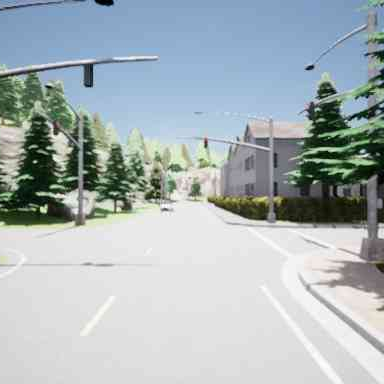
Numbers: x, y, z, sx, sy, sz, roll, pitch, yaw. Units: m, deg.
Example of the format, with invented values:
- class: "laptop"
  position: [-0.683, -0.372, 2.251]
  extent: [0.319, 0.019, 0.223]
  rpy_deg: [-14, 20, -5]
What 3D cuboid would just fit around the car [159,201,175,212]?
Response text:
- class: "car"
  position: [-3.482, 1.988, 45.770]
  extent: [1.812, 1.442, 4.674]
  rpy_deg: [0, 0, 0]
